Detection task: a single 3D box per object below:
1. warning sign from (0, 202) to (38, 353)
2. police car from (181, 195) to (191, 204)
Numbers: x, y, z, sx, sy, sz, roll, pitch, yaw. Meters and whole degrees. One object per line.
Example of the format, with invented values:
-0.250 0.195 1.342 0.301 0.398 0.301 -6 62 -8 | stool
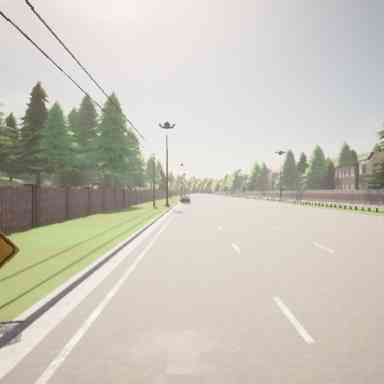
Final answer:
-3.050 1.087 4.655 1.300 1.860 1.060 0 0 0 | warning sign
-1.225 1.455 64.765 1.930 1.638 5.238 0 0 0 | police car
